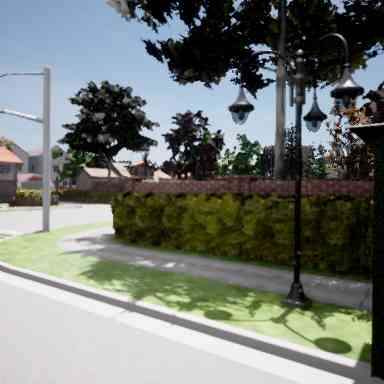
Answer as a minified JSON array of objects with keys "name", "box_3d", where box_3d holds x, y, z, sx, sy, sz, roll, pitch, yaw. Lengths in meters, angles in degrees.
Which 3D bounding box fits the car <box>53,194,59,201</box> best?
[{"name":"car","box_3d":[-20.246,0.605,46.175,3.806,1.475,1.970,1,1,36]}]
